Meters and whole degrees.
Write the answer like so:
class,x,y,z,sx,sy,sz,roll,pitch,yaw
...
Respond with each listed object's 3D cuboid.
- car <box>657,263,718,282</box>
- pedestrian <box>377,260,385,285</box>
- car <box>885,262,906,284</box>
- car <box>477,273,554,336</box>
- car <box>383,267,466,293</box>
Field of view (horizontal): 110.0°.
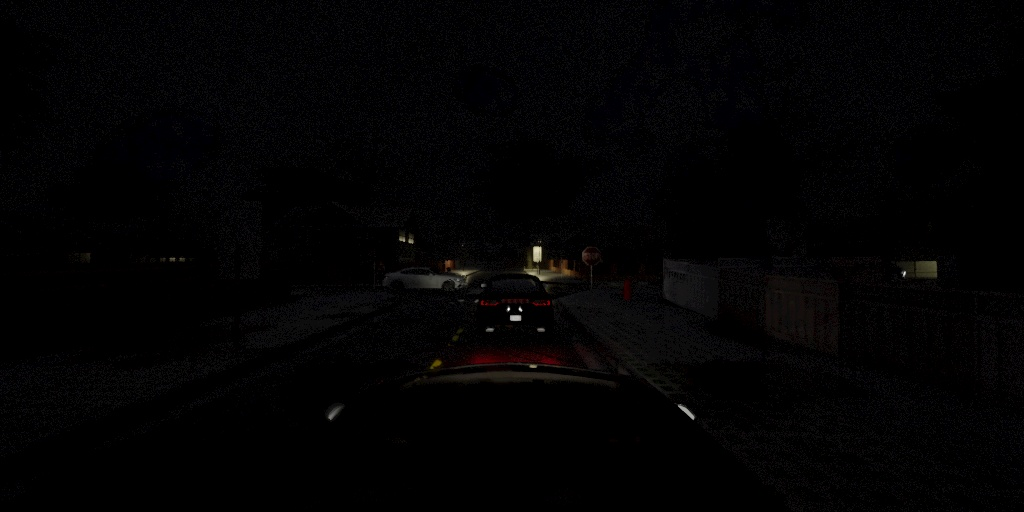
class,x,y,z,sx,sy,sz,roll,pitch,yaw
car,12.139,1.149,23.476,5.008,1.535,1.882,-1,-2,1
pedestrian,-9.719,1.201,26.635,0.375,1.860,0.375,0,-1,1
car,22.564,1.047,23.362,4.892,1.490,1.837,-1,-2,0
car,0.079,1.242,10.497,1.882,1.535,5.008,0,0,0
car,-5.017,1.338,20.693,4.674,1.442,1.812,0,-1,1
